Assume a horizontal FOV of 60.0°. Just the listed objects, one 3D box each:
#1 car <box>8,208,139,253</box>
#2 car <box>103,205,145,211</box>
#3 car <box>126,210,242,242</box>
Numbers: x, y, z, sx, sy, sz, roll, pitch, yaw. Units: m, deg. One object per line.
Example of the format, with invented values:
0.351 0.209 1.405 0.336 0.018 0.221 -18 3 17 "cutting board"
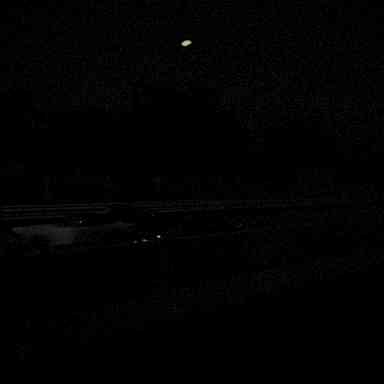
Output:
-4.757 1.560 13.496 4.718 1.301 1.895 -1 0 -35 "car"
-4.206 1.454 18.187 4.674 1.442 1.812 -1 0 -35 "car"
-0.027 1.492 12.569 4.181 1.385 1.994 -1 0 -35 "car"
